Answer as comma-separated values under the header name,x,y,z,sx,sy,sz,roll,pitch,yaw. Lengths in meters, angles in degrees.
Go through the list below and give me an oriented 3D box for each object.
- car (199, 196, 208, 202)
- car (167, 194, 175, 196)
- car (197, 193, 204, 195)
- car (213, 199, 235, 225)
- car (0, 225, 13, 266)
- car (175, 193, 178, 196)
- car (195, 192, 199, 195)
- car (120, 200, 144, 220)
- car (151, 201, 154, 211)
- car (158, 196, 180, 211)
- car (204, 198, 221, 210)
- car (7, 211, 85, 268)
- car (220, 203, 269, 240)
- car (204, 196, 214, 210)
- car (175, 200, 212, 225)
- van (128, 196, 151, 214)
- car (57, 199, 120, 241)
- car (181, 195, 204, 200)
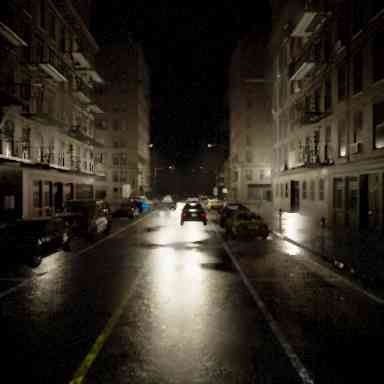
name,x,y,z,sx,sy,sz,roll,pitch,yaw
car,2.617,1.533,76.264,1.802,1.307,4.206,0,0,0
car,-5.408,1.477,76.090,1.752,1.417,4.829,0,0,0
car,2.619,1.506,70.582,2.008,1.369,4.403,0,0,0
car,2.654,1.425,22.081,1.967,1.590,4.097,0,0,0
car,-5.399,1.547,5.859,2.008,1.369,4.403,0,0,0
car,-5.411,1.508,87.622,1.947,1.339,4.313,0,0,0
car,2.612,1.377,93.309,1.967,1.590,4.097,0,0,0
car,-5.399,1.564,27.484,1.802,1.307,4.206,0,0,0
car,-5.400,1.526,38.297,2.008,1.369,4.403,0,0,0
car,-2.826,1.538,39.531,1.994,1.385,4.181,0,0,0
car,2.628,1.523,43.706,2.008,1.369,4.403,0,0,0
car,-5.399,1.558,11.266,1.947,1.339,4.313,0,0,0
car,2.661,1.514,16.845,1.752,1.417,4.829,0,0,0
car,2.635,1.500,38.470,1.752,1.417,4.829,0,0,0
car,0.095,1.531,24.007,2.033,1.411,5.357,0,0,0
van,-5.400,1.320,32.891,1.690,1.788,3.998,0,0,0
car,-5.399,1.304,16.672,2.192,1.841,5.009,0,0,0
car,0.087,1.465,40.603,2.128,1.511,4.902,0,0,0
